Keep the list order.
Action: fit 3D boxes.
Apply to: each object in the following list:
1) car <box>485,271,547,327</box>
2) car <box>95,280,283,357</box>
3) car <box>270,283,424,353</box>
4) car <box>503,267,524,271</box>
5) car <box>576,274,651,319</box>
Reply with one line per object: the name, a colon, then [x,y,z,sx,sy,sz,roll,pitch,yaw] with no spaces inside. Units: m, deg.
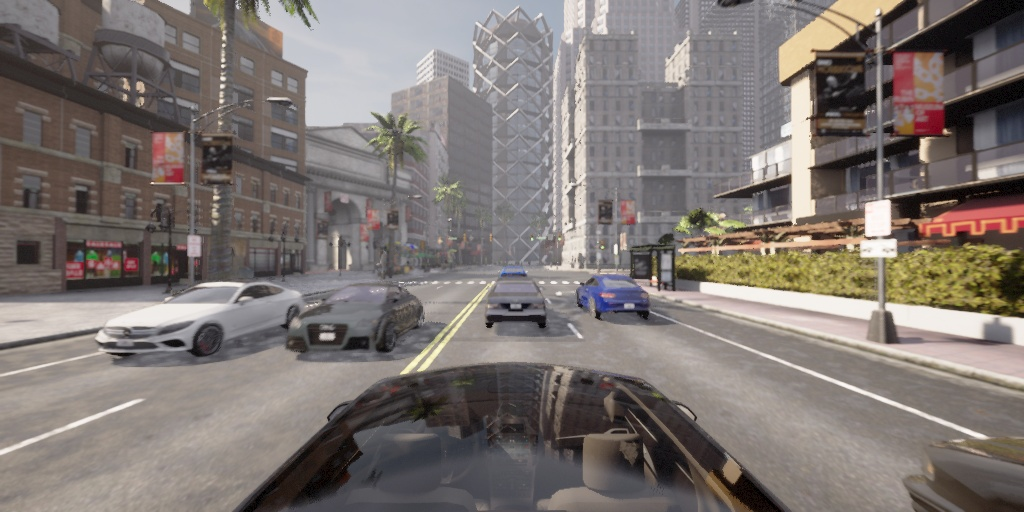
car: [0.109,1.411,12.054,2.033,1.411,5.357,0,-1,0]
car: [-7.086,1.354,8.906,1.812,1.442,4.674,0,-1,0]
car: [-3.585,1.393,8.957,1.994,1.385,4.181,0,-1,0]
car: [0.121,1.491,25.763,1.882,1.535,5.008,0,-1,0]
car: [3.614,1.403,13.358,1.812,1.442,4.674,0,-1,0]
